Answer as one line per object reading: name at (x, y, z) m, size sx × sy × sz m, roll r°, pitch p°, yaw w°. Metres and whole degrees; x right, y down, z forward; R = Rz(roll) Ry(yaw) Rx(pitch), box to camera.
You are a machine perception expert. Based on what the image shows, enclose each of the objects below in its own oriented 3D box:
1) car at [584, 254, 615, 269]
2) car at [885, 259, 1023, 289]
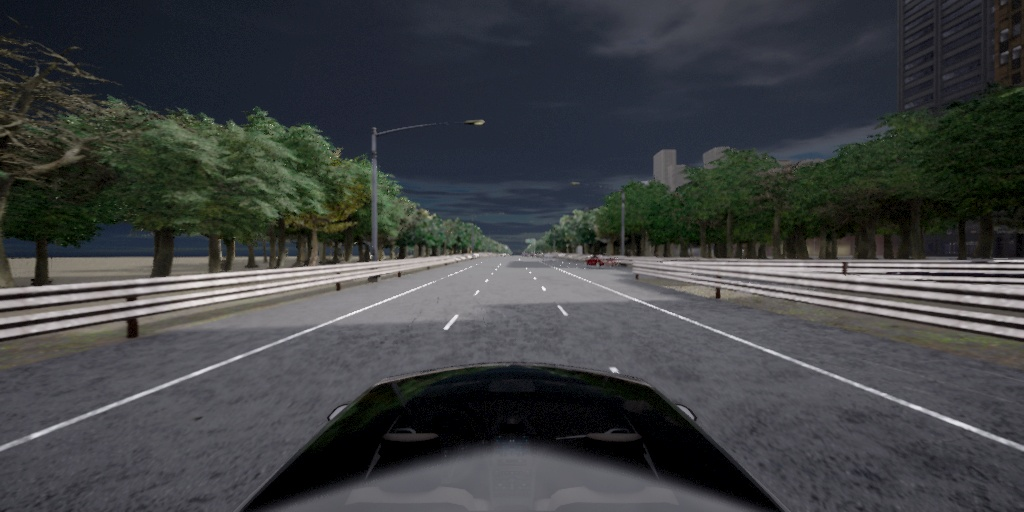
car at (10.284, 0.555, 42.402) m, size 1.882 × 1.535 × 5.008 m, roll 0°, pitch 1°, yaw -15°
car at (20.716, 0.810, 16.735) m, size 1.895 × 1.301 × 4.718 m, roll 0°, pitch 0°, yaw -31°
